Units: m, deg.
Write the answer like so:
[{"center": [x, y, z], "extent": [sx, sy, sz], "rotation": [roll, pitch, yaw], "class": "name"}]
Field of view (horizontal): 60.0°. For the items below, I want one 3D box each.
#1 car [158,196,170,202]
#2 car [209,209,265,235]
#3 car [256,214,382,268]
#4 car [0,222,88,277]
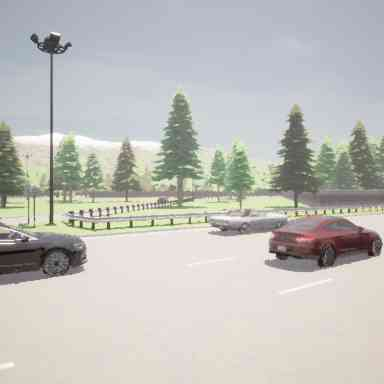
[{"center": [-5.743, 1.525, 67.793], "extent": [1.812, 1.442, 4.674], "rotation": [0, 0, 6], "class": "car"}, {"center": [3.342, 1.600, 18.999], "extent": [4.718, 1.301, 1.895], "rotation": [0, 0, -35], "class": "car"}, {"center": [4.557, 1.526, 11.275], "extent": [4.674, 1.442, 1.812], "rotation": [0, 0, -35], "class": "car"}, {"center": [-5.262, 1.491, 8.591], "extent": [4.902, 1.511, 2.128], "rotation": [0, 0, -35], "class": "car"}]
